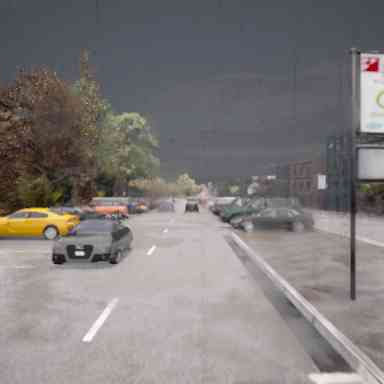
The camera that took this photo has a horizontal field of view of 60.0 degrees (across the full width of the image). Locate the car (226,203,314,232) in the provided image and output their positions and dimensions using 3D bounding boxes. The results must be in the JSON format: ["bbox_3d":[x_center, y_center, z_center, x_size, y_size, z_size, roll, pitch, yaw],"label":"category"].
[{"bbox_3d":[4.760,1.625,19.961,4.892,1.521,2.231,0,-1,0],"label":"car"}]

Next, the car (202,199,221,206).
[{"bbox_3d":[4.647,2.527,81.619,4.553,1.767,2.185,0,-1,0],"label":"car"}]

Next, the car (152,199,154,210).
[{"bbox_3d":[-8.316,2.059,47.831,4.792,1.488,2.163,0,-1,0],"label":"car"}]

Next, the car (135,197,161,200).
[{"bbox_3d":[-8.327,1.870,53.403,5.566,2.045,2.435,0,-1,0],"label":"car"}]

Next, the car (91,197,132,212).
[{"bbox_3d":[-8.295,1.638,31.126,4.553,1.767,2.185,0,-1,0],"label":"car"}]

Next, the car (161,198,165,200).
[{"bbox_3d":[-8.340,2.020,61.757,5.566,2.045,2.435,0,-1,0],"label":"car"}]

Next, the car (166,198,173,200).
[{"bbox_3d":[-8.420,2.810,89.632,4.892,1.521,2.231,0,-1,0],"label":"car"}]

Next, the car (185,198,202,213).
[{"bbox_3d":[-0.008,1.996,45.919,1.882,1.535,5.008,0,-1,0],"label":"car"}]

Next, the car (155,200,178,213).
[{"bbox_3d":[-3.313,2.054,44.178,1.994,1.385,4.181,0,-1,0],"label":"car"}]

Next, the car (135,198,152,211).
[{"bbox_3d":[-8.151,1.937,42.261,5.366,1.575,1.946,0,-1,0],"label":"car"}]

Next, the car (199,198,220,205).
[{"bbox_3d":[4.693,2.564,90.030,5.566,2.045,2.435,0,-1,0],"label":"car"}]

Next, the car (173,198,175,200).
[{"bbox_3d":[-8.234,2.859,92.409,5.366,1.575,1.946,0,-1,0],"label":"car"}]

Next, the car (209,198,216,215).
[{"bbox_3d":[4.726,1.513,31.174,5.566,2.045,2.435,0,-1,0],"label":"car"}]

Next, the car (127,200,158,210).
[{"bbox_3d":[-8.354,2.170,56.185,5.008,1.535,2.097,0,-1,0],"label":"car"}]

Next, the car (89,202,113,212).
[{"bbox_3d":[-8.330,1.653,22.770,5.008,1.535,2.097,0,-1,0],"label":"car"}]

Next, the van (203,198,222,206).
[{"bbox_3d":[4.799,2.373,78.819,4.442,1.987,1.878,0,-1,0],"label":"van"}]

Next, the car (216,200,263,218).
[{"bbox_3d":[4.784,1.680,33.973,4.553,1.767,2.185,0,-1,0],"label":"car"}]

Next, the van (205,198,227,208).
[{"bbox_3d":[4.818,2.157,67.608,4.442,1.987,1.878,0,-1,0],"label":"van"}]

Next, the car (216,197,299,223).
[{"bbox_3d":[4.726,1.402,22.764,5.566,2.045,2.435,0,-1,0],"label":"car"}]

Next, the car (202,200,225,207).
[{"bbox_3d":[4.721,2.521,73.208,4.792,1.488,2.163,0,-1,0],"label":"car"}]

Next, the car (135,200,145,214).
[{"bbox_3d":[-8.331,1.935,39.475,4.674,1.452,2.002,0,-1,0],"label":"car"}]

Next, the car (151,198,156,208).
[{"bbox_3d":[-8.379,2.104,50.615,4.792,1.488,2.163,0,-1,0],"label":"car"}]

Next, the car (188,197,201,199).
[{"bbox_3d":[-0.025,1.914,56.394,2.150,2.045,5.566,0,-1,0],"label":"car"}]

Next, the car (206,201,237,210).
[{"bbox_3d":[4.754,2.153,53.591,4.792,1.488,2.163,0,-1,0],"label":"car"}]

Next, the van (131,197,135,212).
[{"bbox_3d":[-8.444,1.580,33.908,4.442,1.987,1.878,0,-1,0],"label":"van"}]

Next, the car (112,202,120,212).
[{"bbox_3d":[-8.327,1.728,25.556,4.674,1.452,2.002,0,-1,0],"label":"car"}]

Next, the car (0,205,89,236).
[{"bbox_3d":[-8.322,1.597,17.202,5.008,1.535,2.097,0,0,0],"label":"car"}]

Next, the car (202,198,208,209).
[{"bbox_3d":[4.705,1.780,47.991,5.566,2.045,2.435,0,-1,0],"label":"car"}]

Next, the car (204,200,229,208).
[{"bbox_3d":[4.677,2.358,64.800,4.792,1.488,2.163,0,-1,0],"label":"car"}]

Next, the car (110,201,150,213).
[{"bbox_3d":[-8.336,1.985,45.047,5.008,1.535,2.097,0,-1,0],"label":"car"}]

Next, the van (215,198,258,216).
[{"bbox_3d":[4.866,1.625,36.778,4.442,1.987,1.878,0,-1,0],"label":"van"}]

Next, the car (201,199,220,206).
[{"bbox_3d":[4.705,2.582,84.422,4.553,1.767,2.185,0,-1,0],"label":"car"}]

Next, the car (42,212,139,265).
[{"bbox_3d":[-3.344,1.642,11.886,1.994,1.385,4.181,0,0,0],"label":"car"}]

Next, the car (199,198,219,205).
[{"bbox_3d":[4.688,2.618,92.833,5.566,2.045,2.435,0,-1,0],"label":"car"}]
